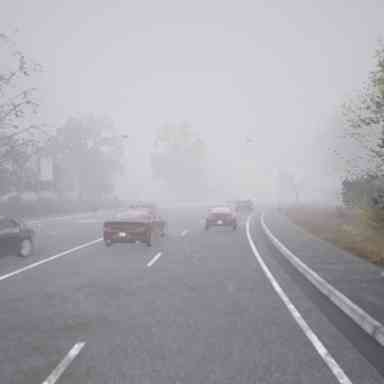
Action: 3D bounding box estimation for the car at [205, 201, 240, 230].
[{"bbox_3d":[1.930,1.543,21.109,1.812,1.442,4.674,0,0,9],"label":"car"}]

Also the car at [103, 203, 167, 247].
[{"bbox_3d":[-2.411,1.477,15.173,1.882,1.535,5.008,0,0,6],"label":"car"}]

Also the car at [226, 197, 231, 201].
[{"bbox_3d":[8.017,1.599,64.898,2.033,1.411,5.357,0,0,20],"label":"car"}]

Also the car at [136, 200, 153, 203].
[{"bbox_3d":[-5.530,1.590,37.648,1.895,1.301,4.718,0,0,15],"label":"car"}]

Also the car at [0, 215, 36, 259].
[{"bbox_3d":[-6.593,1.488,9.904,1.837,1.490,4.892,0,0,4],"label":"car"}]

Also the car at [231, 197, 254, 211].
[{"bbox_3d":[6.583,1.537,41.104,2.128,1.511,4.902,0,0,17],"label":"car"}]
